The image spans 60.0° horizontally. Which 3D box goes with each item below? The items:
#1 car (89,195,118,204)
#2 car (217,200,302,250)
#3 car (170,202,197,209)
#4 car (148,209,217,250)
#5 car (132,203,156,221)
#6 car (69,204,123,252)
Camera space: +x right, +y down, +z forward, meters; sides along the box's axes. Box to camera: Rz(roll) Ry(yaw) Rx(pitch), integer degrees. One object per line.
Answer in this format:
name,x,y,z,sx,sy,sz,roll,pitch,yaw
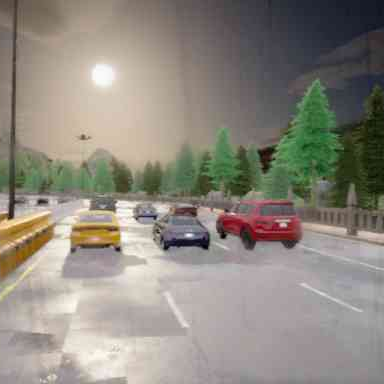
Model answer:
car,-7.536,1.304,28.316,2.150,2.045,5.566,1,0,-14
car,2.880,1.366,15.461,2.150,2.045,5.566,1,0,-14
car,-0.858,1.677,30.465,1.882,1.535,5.008,1,0,-14
car,-0.588,1.660,14.891,1.994,1.385,4.181,1,0,-14
car,-4.137,1.690,29.131,2.033,1.411,5.357,1,0,-14
car,-4.019,1.518,14.200,1.882,1.535,5.008,1,0,-14
